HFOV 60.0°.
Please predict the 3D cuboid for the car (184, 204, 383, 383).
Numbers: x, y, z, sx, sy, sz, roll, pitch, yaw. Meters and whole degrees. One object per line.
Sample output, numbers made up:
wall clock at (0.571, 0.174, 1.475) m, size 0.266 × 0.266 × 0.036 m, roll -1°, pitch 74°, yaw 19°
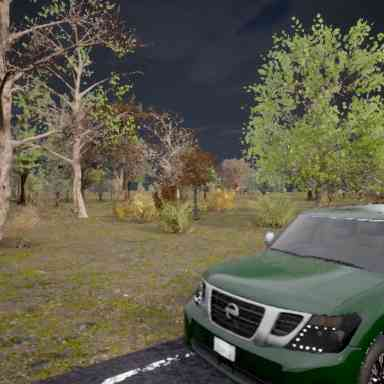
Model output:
car at (2.563, 1.224, 4.921) m, size 5.566 × 2.045 × 2.150 m, roll 0°, pitch 0°, yaw -36°
